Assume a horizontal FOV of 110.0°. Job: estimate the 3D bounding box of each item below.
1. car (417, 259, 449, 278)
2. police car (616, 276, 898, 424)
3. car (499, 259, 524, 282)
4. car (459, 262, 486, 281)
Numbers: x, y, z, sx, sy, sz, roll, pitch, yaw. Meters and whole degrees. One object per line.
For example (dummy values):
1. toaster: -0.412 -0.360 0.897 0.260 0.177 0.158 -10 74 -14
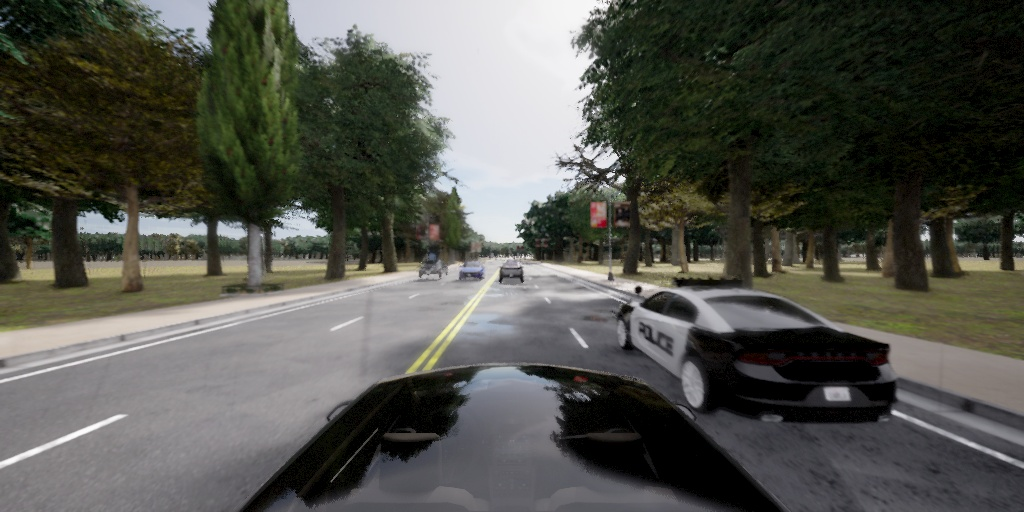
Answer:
1. car: -6.547 0.984 30.277 1.812 1.442 4.674 0 0 0
2. police car: 3.249 1.176 6.169 1.930 1.638 5.238 0 0 0
3. car: -0.054 1.234 29.214 2.128 1.511 4.902 0 0 0
4. car: -3.297 1.224 30.287 1.882 1.535 5.008 0 0 0
